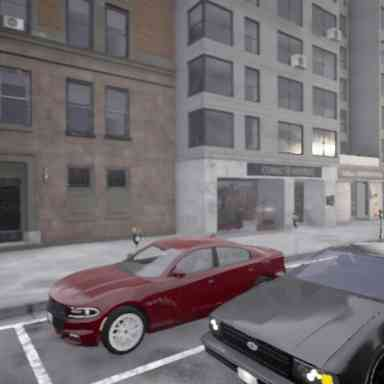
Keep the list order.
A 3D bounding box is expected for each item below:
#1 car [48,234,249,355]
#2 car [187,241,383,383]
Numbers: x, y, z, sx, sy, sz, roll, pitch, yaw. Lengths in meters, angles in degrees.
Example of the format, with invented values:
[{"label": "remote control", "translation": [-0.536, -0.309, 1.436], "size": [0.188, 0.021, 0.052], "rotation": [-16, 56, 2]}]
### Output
[{"label": "car", "translation": [-0.192, 1.522, 6.051], "size": [4.507, 1.381, 1.887], "rotation": [0, 0, -36]}, {"label": "car", "translation": [2.744, 1.512, 4.976], "size": [5.357, 1.411, 2.033], "rotation": [0, 0, -35]}]
